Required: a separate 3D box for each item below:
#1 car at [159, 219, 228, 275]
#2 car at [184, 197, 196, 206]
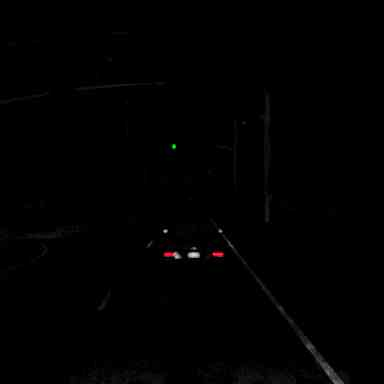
[{"bbox_3d":[0.034,1.570,10.495,2.033,1.411,5.357,0,0,0],"label":"car"},{"bbox_3d":[-0.254,1.651,57.623,1.812,1.442,4.674,0,0,0],"label":"car"}]
